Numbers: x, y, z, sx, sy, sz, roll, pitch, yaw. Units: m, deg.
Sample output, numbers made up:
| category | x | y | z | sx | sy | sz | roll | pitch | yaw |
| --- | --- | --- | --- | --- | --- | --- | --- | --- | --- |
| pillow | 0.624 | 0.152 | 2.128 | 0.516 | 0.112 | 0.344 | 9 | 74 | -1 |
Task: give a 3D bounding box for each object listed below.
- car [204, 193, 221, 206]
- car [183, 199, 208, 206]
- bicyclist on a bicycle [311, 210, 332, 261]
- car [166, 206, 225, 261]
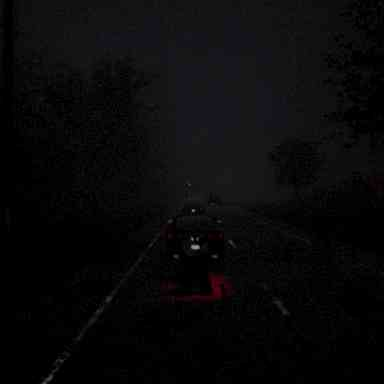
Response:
| category | x | y | z | sx | sy | sz | roll | pitch | yaw |
| --- | --- | --- | --- | --- | --- | --- | --- | --- | --- |
| car | 3.635 | 1.249 | 56.267 | 2.150 | 2.045 | 5.566 | 0 | 0 | 0 |
| car | 0.117 | 1.578 | 30.327 | 1.994 | 1.385 | 4.181 | 0 | 0 | 0 |
| bicyclist on a bicycle | 4.472 | 1.459 | 11.457 | 0.582 | 1.620 | 1.656 | 0 | 0 | 0 |
| car | 0.105 | 1.483 | 12.313 | 1.882 | 1.535 | 5.008 | 0 | 0 | 0 |
